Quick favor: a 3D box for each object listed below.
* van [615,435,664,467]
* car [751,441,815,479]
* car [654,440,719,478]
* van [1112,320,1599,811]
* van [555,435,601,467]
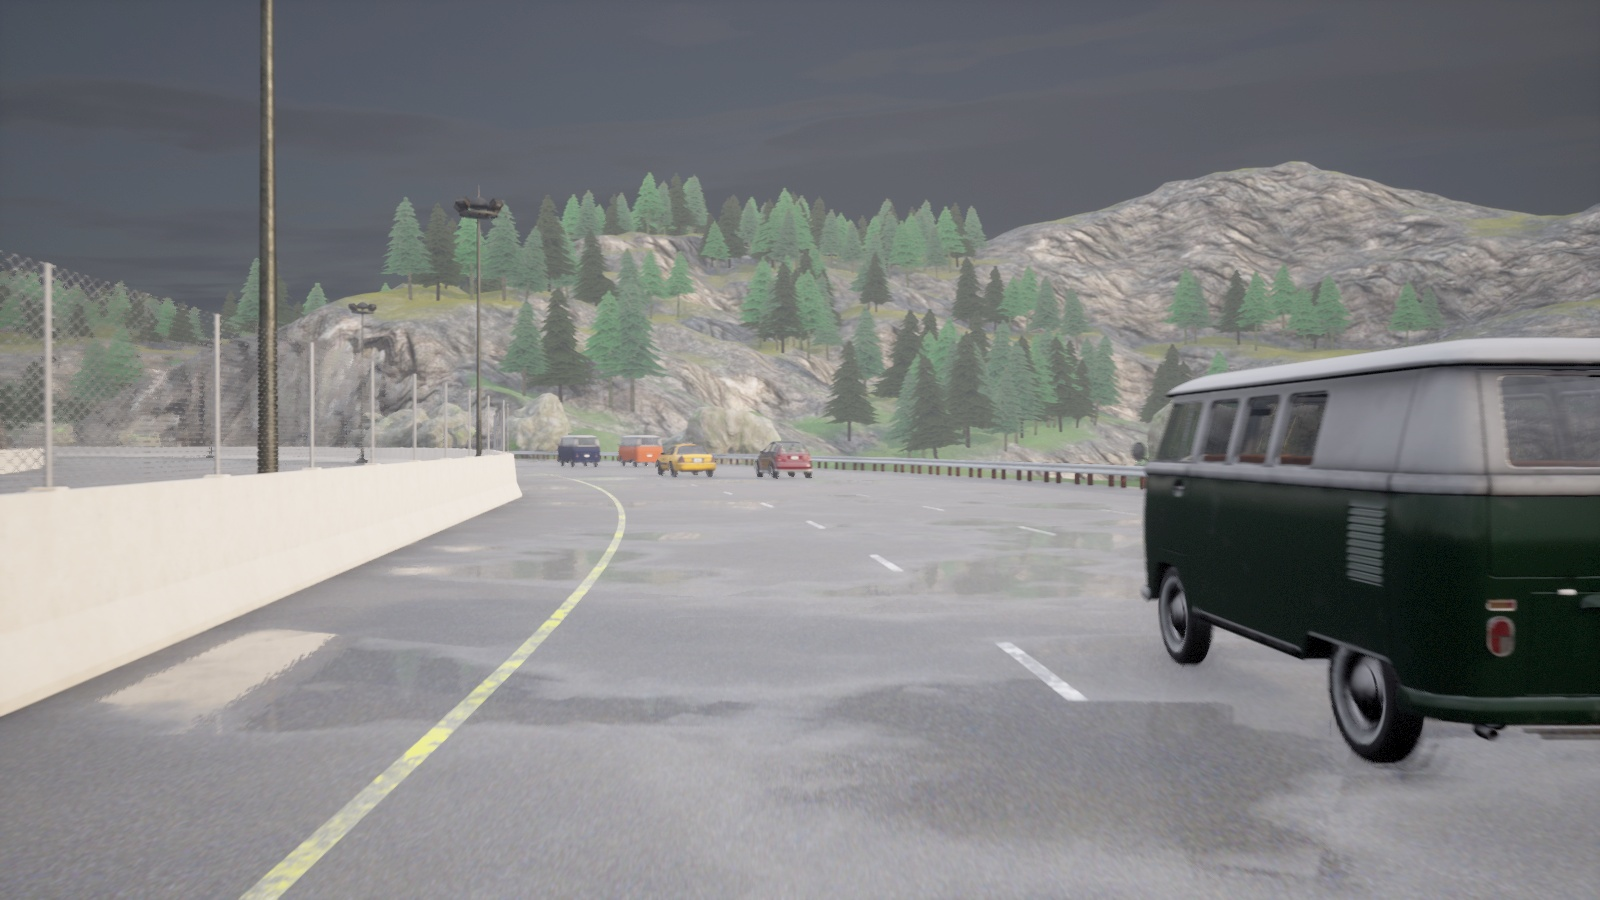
[{"bbox_3d":[-10.051,0.053,78.358,1.775,1.987,4.442,0,0,-24],"label":"van"},{"bbox_3d":[-0.751,0.420,53.321,1.789,1.549,3.705,0,0,-16],"label":"car"},{"bbox_3d":[-5.068,0.370,55.500,1.801,1.575,5.366,0,0,-17],"label":"car"},{"bbox_3d":[3.345,0.459,7.338,1.775,1.987,4.442,0,0,-2],"label":"van"},{"bbox_3d":[-13.870,0.052,78.293,1.775,1.987,4.442,0,0,-25],"label":"van"}]
